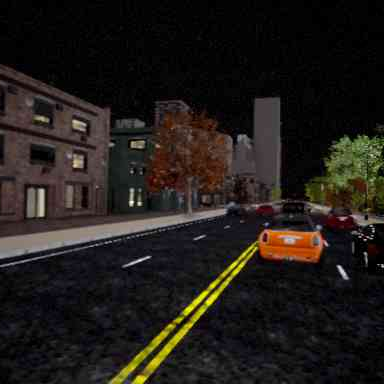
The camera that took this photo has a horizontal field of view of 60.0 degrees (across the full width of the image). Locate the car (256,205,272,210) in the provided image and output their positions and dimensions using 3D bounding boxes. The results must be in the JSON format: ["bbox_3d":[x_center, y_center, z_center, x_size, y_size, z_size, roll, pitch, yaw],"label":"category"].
[{"bbox_3d":[8.710,2.257,39.361,1.882,1.535,5.008,1,0,17],"label":"car"}]

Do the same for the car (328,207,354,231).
[{"bbox_3d":[11.486,2.032,25.951,2.097,1.767,4.553,1,-1,18],"label":"car"}]

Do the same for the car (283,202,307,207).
[{"bbox_3d":[8.084,1.806,25.999,2.150,2.045,5.566,1,-1,18],"label":"car"}]

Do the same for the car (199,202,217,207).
[{"bbox_3d":[3.770,3.004,80.128,4.313,1.339,1.947,1,0,17],"label":"car"}]

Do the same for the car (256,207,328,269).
[{"bbox_3d":[3.799,1.632,12.675,2.097,1.767,4.553,1,-1,18],"label":"car"}]

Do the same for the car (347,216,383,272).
[{"bbox_3d":[6.927,1.865,11.791,1.837,1.490,4.892,1,0,18],"label":"car"}]

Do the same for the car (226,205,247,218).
[{"bbox_3d":[5.354,2.233,39.546,2.033,1.411,5.357,1,-1,17],"label":"car"}]
